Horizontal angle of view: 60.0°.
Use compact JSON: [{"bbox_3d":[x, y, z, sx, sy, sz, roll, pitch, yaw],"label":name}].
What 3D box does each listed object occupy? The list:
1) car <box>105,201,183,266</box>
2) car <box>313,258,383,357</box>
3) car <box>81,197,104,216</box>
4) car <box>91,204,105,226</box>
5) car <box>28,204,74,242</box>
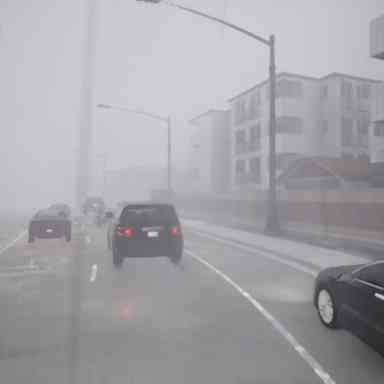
[{"bbox_3d":[-1.890,1.332,12.255,2.150,2.045,5.566,0,0,-16],"label":"car"},{"bbox_3d":[3.274,1.542,4.261,1.837,1.490,4.892,0,-1,-5],"label":"car"},{"bbox_3d":[-11.098,1.555,37.371,2.150,2.045,5.566,0,0,-21],"label":"car"},{"bbox_3d":[-6.327,1.823,25.070,1.895,1.301,4.718,0,-1,-20],"label":"car"},{"bbox_3d":[-7.296,1.632,17.441,1.882,1.535,5.008,0,0,-19],"label":"car"}]
